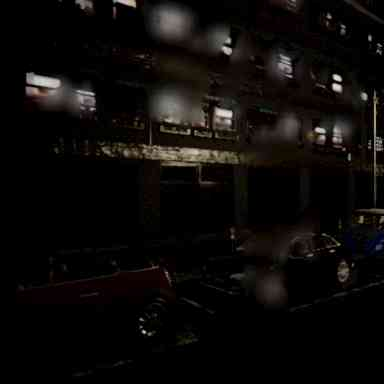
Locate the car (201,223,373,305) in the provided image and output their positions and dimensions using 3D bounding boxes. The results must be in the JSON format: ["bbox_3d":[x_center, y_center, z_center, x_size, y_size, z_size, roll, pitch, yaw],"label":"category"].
[{"bbox_3d":[2.241,1.610,8.131,4.403,1.369,2.008,1,-1,-35],"label":"car"}]

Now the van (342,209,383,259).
[{"bbox_3d":[6.801,1.452,11.388,3.998,1.788,1.690,1,-1,-35],"label":"van"}]

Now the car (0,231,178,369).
[{"bbox_3d":[-2.319,1.448,4.879,4.097,1.590,1.967,1,-1,-35],"label":"car"}]
